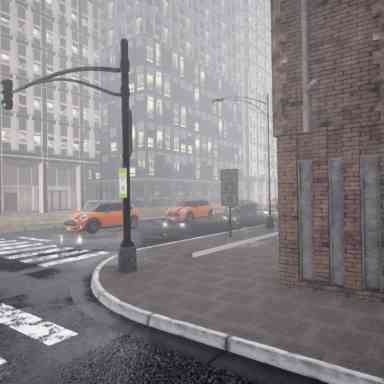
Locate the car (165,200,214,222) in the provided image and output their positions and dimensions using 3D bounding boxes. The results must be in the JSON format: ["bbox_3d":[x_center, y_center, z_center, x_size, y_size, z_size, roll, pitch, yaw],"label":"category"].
[{"bbox_3d":[-0.150,1.433,27.066,2.097,1.767,4.553,-1,-1,36],"label":"car"}]

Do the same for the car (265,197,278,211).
[{"bbox_3d":[11.075,1.471,42.538,2.097,1.767,4.553,-1,-1,36],"label":"car"}]

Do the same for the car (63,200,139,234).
[{"bbox_3d":[-5.358,1.416,19.912,2.097,1.767,4.553,-1,-1,37],"label":"car"}]

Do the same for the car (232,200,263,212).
[{"bbox_3d":[6.992,1.689,41.367,1.752,1.417,4.829,-2,-1,36],"label":"car"}]

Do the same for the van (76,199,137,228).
[{"bbox_3d":[-5.917,1.460,23.512,1.690,1.788,3.998,-2,-1,36],"label":"van"}]

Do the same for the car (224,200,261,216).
[{"bbox_3d":[5.130,1.590,34.359,2.128,1.511,4.902,-1,-1,36],"label":"car"}]
